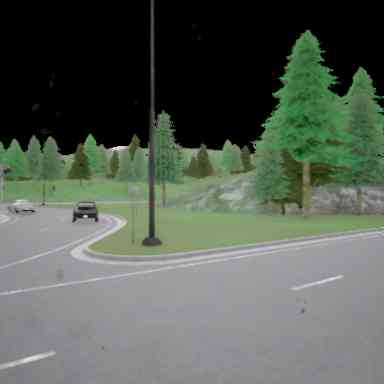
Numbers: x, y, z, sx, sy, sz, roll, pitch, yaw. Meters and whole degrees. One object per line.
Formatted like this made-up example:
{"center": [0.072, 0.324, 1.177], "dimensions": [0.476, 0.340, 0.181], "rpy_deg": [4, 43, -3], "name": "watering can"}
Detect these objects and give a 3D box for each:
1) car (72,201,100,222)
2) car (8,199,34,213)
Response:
{"center": [-8.396, 1.507, 26.391], "dimensions": [1.837, 1.490, 4.892], "rpy_deg": [0, 0, -16], "name": "car"}
{"center": [-18.790, 1.527, 36.576], "dimensions": [1.812, 1.442, 4.674], "rpy_deg": [0, 0, -41], "name": "car"}
